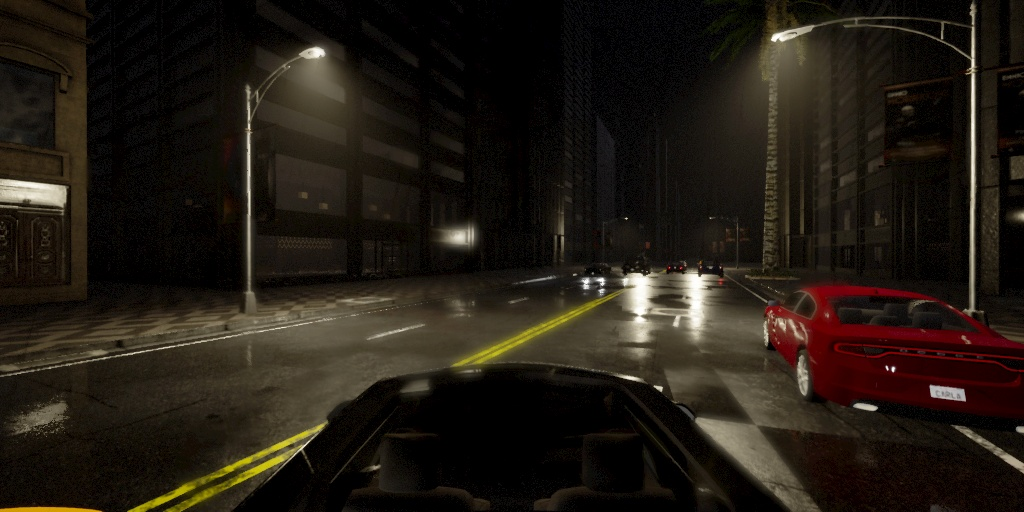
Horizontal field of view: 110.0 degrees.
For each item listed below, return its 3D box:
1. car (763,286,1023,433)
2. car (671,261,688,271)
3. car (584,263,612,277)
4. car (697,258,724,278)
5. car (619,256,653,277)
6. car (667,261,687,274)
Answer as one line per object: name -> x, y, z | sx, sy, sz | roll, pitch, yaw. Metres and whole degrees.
car -> 5.511, 1.228, 5.807 | 1.882, 1.535, 5.008 | 0, 0, 27
car -> 23.507, 1.379, 50.214 | 1.895, 1.301, 4.718 | 0, 0, 27
car -> 8.677, 1.363, 36.011 | 1.895, 1.301, 4.718 | 0, 0, 27
car -> 19.269, 1.116, 34.891 | 2.097, 1.767, 4.553 | 0, 0, 27
car -> 12.908, 0.985, 37.134 | 2.150, 2.045, 5.566 | 0, 0, 27
car -> 18.625, 1.315, 40.713 | 2.033, 1.411, 5.357 | 0, 0, 27
